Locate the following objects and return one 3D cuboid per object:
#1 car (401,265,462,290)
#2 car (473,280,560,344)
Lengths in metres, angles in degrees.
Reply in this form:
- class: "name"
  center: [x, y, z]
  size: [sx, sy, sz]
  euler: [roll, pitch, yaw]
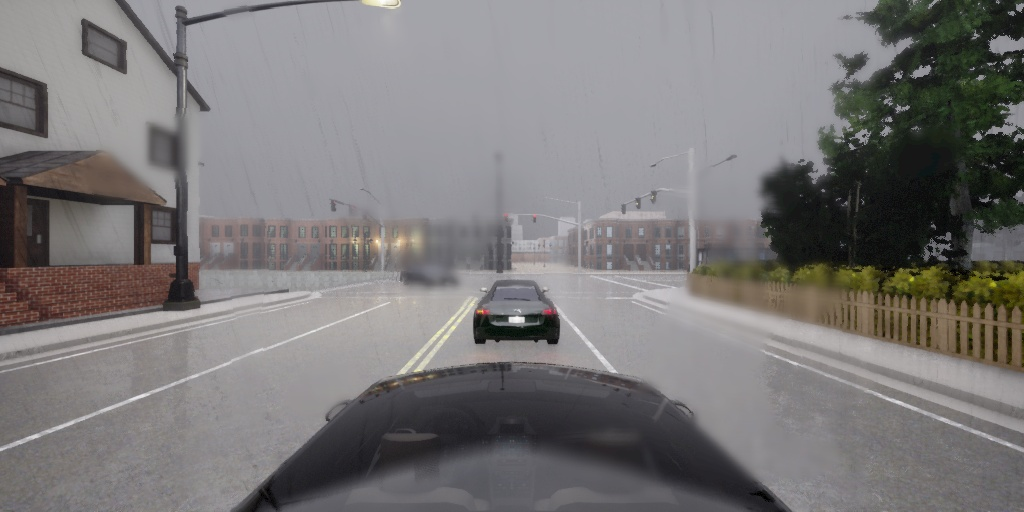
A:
- class: "car"
  center: [-5.250, 1.297, 22.748]
  size: [2.033, 1.411, 5.357]
  euler: [0, 0, -39]
- class: "car"
  center: [0.101, 1.314, 9.569]
  size: [1.994, 1.385, 4.181]
  euler: [0, 0, 0]
